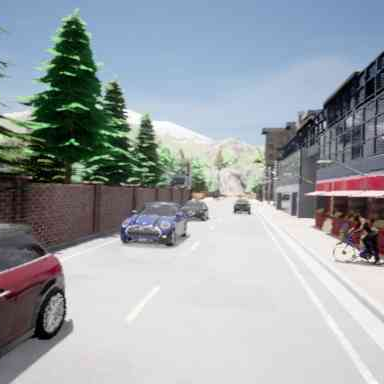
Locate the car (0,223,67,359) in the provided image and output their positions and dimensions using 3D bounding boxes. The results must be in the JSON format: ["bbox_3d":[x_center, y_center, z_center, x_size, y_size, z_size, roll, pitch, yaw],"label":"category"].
[{"bbox_3d":[-3.265,1.211,3.463,2.097,1.767,4.553,2,0,9],"label":"car"}]

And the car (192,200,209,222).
[{"bbox_3d":[0.269,1.455,26.670,1.837,1.490,4.892,2,0,9],"label":"car"}]

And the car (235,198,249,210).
[{"bbox_3d":[7.228,1.684,47.943,1.837,1.490,4.892,2,0,9],"label":"car"}]

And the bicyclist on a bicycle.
[{"bbox_3d":[5.319,1.485,10.498,1.656,1.620,0.582,3,0,9],"label":"bicyclist on a bicycle"}]

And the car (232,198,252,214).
[{"bbox_3d":[5.612,1.642,37.284,1.837,1.490,4.892,2,0,8],"label":"car"}]

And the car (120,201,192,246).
[{"bbox_3d":[-1.527,1.255,14.876,2.097,1.767,4.553,2,0,9],"label":"car"}]
